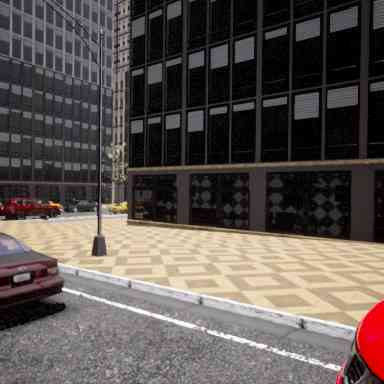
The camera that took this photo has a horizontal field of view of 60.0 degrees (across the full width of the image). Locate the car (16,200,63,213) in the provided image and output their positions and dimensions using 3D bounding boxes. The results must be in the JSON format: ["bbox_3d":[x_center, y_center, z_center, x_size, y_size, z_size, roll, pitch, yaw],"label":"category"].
[{"bbox_3d":[-17.861,1.643,39.158,1.752,1.417,4.829,1,0,37],"label":"car"}]

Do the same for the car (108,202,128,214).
[{"bbox_3d":[-7.567,1.830,38.972,1.752,1.417,4.829,1,0,37],"label":"car"}]

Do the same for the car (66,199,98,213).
[{"bbox_3d":[-13.507,1.698,40.666,1.837,1.490,4.892,1,0,37],"label":"car"}]

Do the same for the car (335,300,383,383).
[{"bbox_3d":[3.497,1.222,1.180,5.566,2.045,2.150,0,0,36],"label":"car"}]

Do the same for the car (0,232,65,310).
[{"bbox_3d":[-5.029,1.544,7.283,5.357,1.411,2.033,0,0,35],"label":"car"}]

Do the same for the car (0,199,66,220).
[{"bbox_3d":[-14.384,1.519,29.775,2.192,1.841,5.009,1,0,37],"label":"car"}]
